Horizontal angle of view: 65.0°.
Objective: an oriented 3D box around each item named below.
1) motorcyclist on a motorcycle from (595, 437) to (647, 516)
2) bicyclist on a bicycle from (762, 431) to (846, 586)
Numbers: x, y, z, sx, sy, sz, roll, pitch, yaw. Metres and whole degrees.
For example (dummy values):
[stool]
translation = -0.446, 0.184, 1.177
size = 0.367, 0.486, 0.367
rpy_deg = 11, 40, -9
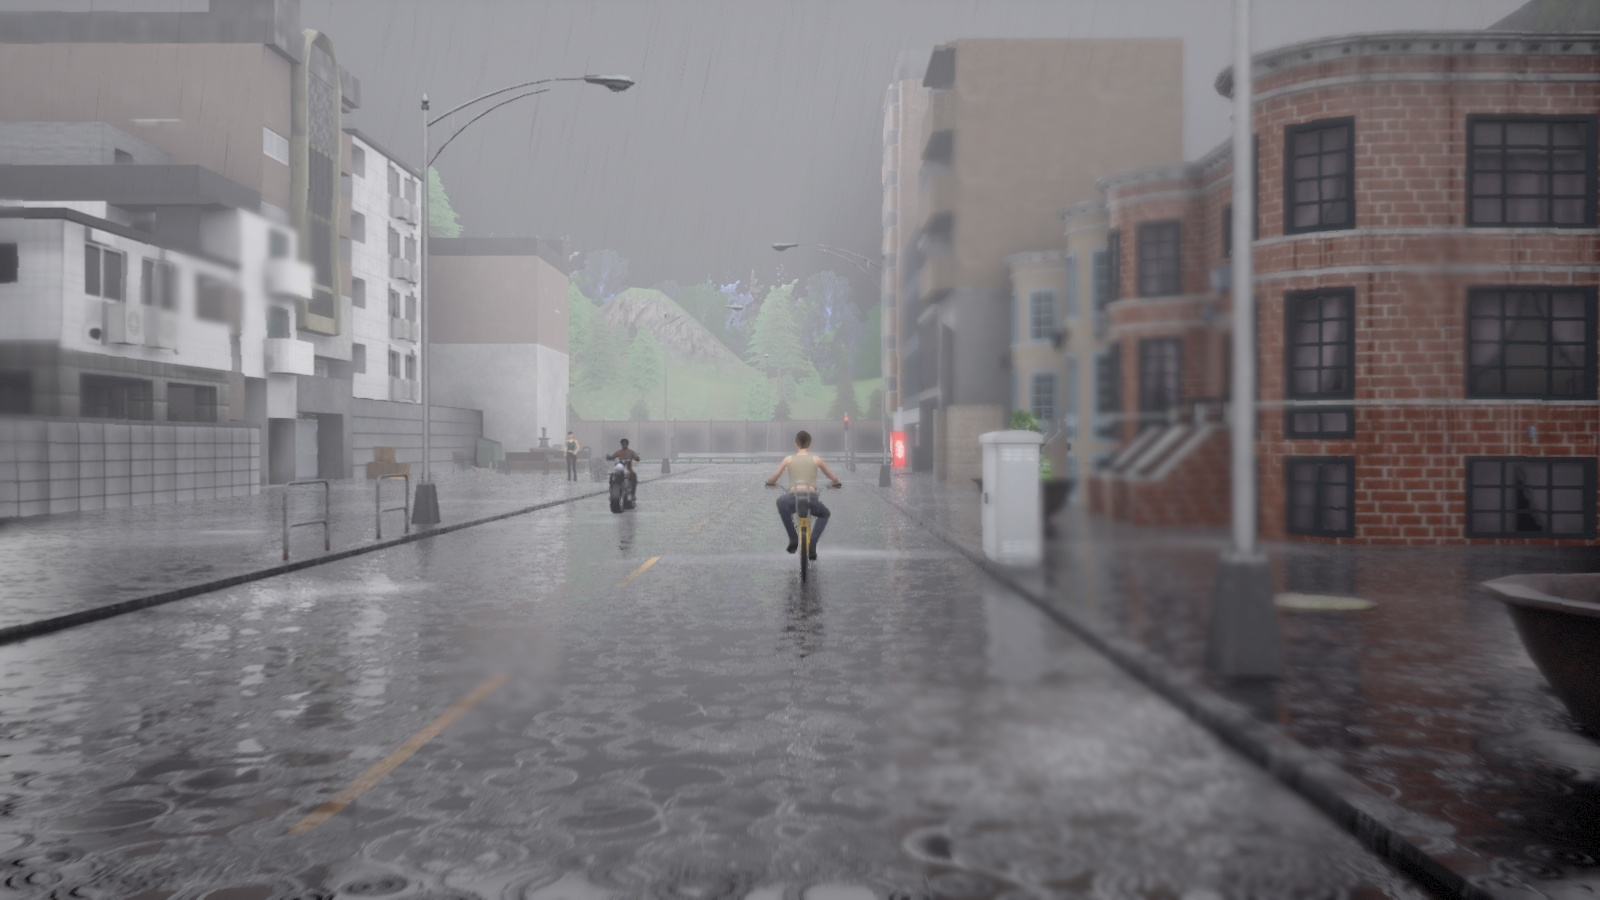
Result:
[motorcyclist on a motorcycle]
translation = -3.856, 0.541, 27.234
size = 0.766, 1.649, 2.350
rpy_deg = 0, 1, 1
[bicyclist on a bicycle]
translation = 0.052, 0.606, 13.820
size = 0.866, 1.612, 1.509
rpy_deg = 0, 0, 1
